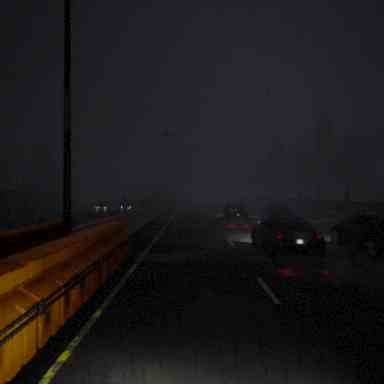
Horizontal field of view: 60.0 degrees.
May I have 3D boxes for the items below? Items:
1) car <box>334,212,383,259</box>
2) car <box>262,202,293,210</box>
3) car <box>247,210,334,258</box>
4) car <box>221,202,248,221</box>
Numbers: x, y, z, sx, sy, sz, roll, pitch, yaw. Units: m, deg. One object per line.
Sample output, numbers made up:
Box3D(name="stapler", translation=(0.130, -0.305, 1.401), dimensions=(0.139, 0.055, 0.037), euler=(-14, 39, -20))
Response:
Box3D(name="car", translation=(7.037, 1.535, 12.738), dimensions=(1.837, 1.490, 4.892), euler=(0, 0, 1))
Box3D(name="car", translation=(7.032, 1.567, 27.726), dimensions=(1.837, 1.490, 4.892), euler=(0, 0, 1))
Box3D(name="car", translation=(3.539, 1.594, 12.838), dimensions=(1.994, 1.385, 4.181), euler=(0, 0, 1))
Box3D(name="car", translation=(3.531, 1.553, 27.709), dimensions=(2.128, 1.511, 4.902), euler=(0, 0, 1))
